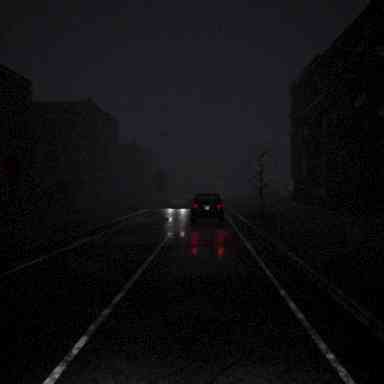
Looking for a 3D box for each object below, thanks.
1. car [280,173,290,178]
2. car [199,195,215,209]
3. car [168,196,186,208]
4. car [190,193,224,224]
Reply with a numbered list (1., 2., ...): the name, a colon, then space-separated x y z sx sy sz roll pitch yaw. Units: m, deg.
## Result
1. car: 26.500 -4.337 90.768 2.097 1.535 5.008 0 1 -1
2. car: 1.882 1.177 41.414 1.882 1.535 5.008 0 1 3
3. car: -1.704 1.247 41.798 1.812 1.442 4.674 0 0 3
4. car: 1.060 1.055 23.128 2.150 2.045 5.566 0 1 3
